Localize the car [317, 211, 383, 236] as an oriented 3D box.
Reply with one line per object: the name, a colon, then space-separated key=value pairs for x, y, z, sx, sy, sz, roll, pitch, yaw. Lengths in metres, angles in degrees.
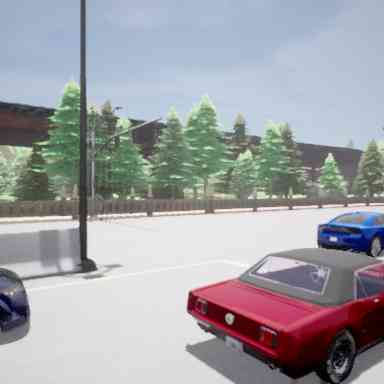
car: x=6.931 y=1.494 z=12.992 sx=5.008 sy=1.535 sz=1.882 roll=0 pitch=0 yaw=-36

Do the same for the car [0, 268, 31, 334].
car: x=-4.642 y=1.570 z=4.740 sx=4.181 sy=1.385 sz=1.994 roll=0 pitch=0 yaw=-36

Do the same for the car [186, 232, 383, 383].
car: x=2.335 y=1.610 z=5.414 sx=4.718 sy=1.301 sz=1.895 roll=0 pitch=0 yaw=-36
